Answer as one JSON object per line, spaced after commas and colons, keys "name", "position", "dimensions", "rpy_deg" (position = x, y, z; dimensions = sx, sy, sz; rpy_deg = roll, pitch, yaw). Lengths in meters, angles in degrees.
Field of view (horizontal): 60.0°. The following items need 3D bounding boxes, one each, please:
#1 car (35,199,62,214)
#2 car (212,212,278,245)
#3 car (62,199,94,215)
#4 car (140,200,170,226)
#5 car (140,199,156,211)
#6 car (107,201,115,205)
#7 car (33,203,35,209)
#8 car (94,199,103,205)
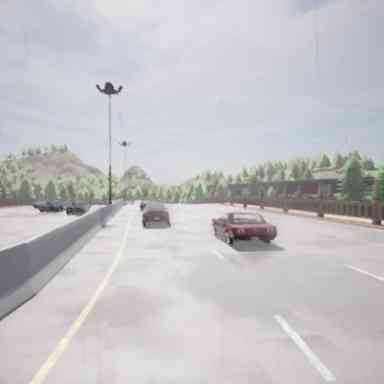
{"name": "car", "position": [-15.655, 1.670, 37.356], "dimensions": [1.895, 1.301, 4.718], "rpy_deg": [0, 0, -9]}
{"name": "car", "position": [2.203, 1.578, 15.430], "dimensions": [1.895, 1.301, 4.718], "rpy_deg": [0, 0, -8]}
{"name": "car", "position": [-11.563, 1.648, 33.990], "dimensions": [1.895, 1.301, 4.718], "rpy_deg": [0, 0, -9]}
{"name": "car", "position": [-2.580, 1.526, 23.515], "dimensions": [1.812, 1.442, 4.674], "rpy_deg": [0, 0, -9]}
{"name": "car", "position": [-5.556, 1.609, 41.867], "dimensions": [1.895, 1.301, 4.718], "rpy_deg": [0, 0, -9]}
{"name": "car", "position": [-18.097, 2.627, 74.769], "dimensions": [1.895, 1.301, 4.718], "rpy_deg": [0, -5, -9]}
{"name": "car", "position": [-20.742, 1.641, 46.930], "dimensions": [2.033, 1.411, 5.357], "rpy_deg": [0, 0, -9]}
{"name": "car", "position": [-22.094, 2.517, 77.536], "dimensions": [2.150, 2.045, 5.566], "rpy_deg": [0, -5, -9]}
